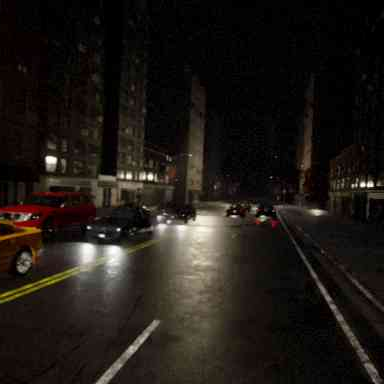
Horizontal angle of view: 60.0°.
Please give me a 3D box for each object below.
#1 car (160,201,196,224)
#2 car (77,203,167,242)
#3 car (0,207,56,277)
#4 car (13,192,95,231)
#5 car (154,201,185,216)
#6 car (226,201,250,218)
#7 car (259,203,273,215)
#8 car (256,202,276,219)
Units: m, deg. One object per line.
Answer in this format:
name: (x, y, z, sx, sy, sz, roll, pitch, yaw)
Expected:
car: (-0.883, 1.661, 26.836, 1.837, 1.490, 4.892, 3, 0, 13)
car: (-3.206, 1.515, 16.668, 2.033, 1.411, 5.357, 3, 0, 13)
car: (-5.380, 1.268, 7.096, 1.882, 1.535, 5.008, 3, 0, 13)
car: (-6.670, 1.015, 16.013, 2.150, 2.045, 5.566, 3, 0, 13)
car: (-2.316, 1.710, 35.054, 1.994, 1.385, 4.181, 3, 0, 14)
car: (5.041, 2.086, 37.546, 1.994, 1.385, 4.181, 3, 0, 13)
car: (10.719, 2.371, 47.975, 1.837, 1.490, 4.892, 3, 0, 13)
car: (8.401, 2.037, 37.625, 2.097, 1.767, 4.553, 3, 0, 13)
